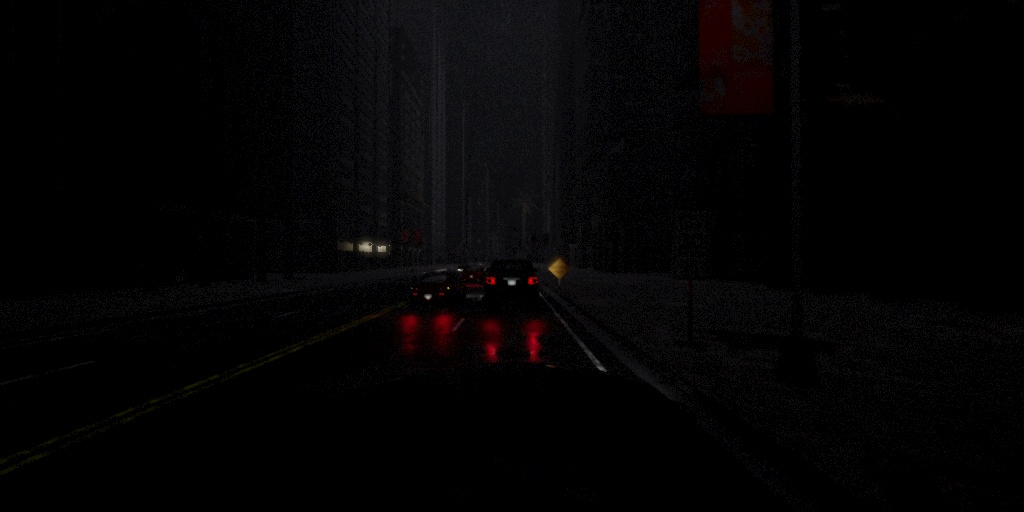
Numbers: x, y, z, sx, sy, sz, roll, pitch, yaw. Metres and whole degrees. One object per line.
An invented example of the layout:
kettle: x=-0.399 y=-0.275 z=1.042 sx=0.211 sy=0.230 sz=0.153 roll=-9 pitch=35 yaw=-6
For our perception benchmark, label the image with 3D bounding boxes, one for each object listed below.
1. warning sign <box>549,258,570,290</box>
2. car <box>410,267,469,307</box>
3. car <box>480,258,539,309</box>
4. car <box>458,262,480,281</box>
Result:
warning sign: x=2.837 y=1.054 z=21.432 sx=1.300 sy=1.860 sz=1.060 roll=0 pitch=0 yaw=0
car: x=-3.254 y=1.414 z=16.239 sx=1.812 sy=1.442 sz=4.674 roll=0 pitch=0 yaw=0
car: x=-0.007 y=1.102 z=15.887 sx=2.150 sy=2.045 sz=5.566 roll=0 pitch=0 yaw=0
car: x=-3.264 y=1.513 z=31.324 sx=1.882 sy=1.535 sz=5.008 roll=0 pitch=0 yaw=0
